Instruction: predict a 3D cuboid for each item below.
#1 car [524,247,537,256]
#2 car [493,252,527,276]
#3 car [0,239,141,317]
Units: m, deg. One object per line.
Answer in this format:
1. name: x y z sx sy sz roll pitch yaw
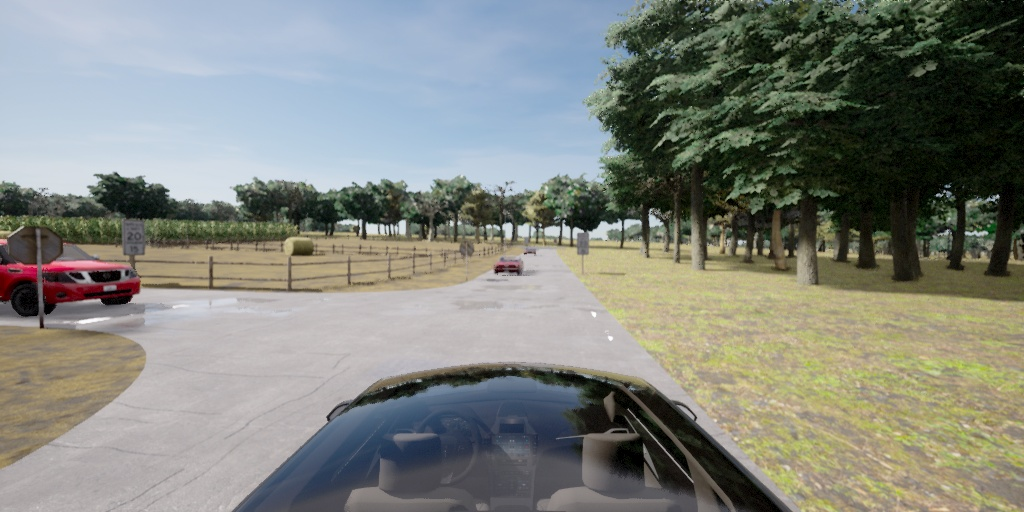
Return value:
1. car: 3.007 -0.842 58.691 1.994 1.385 4.181 0 3 6
2. car: -0.165 0.654 25.939 1.895 1.301 4.718 0 2 6
3. car: -14.342 0.530 10.553 5.566 2.045 2.150 1 2 4
